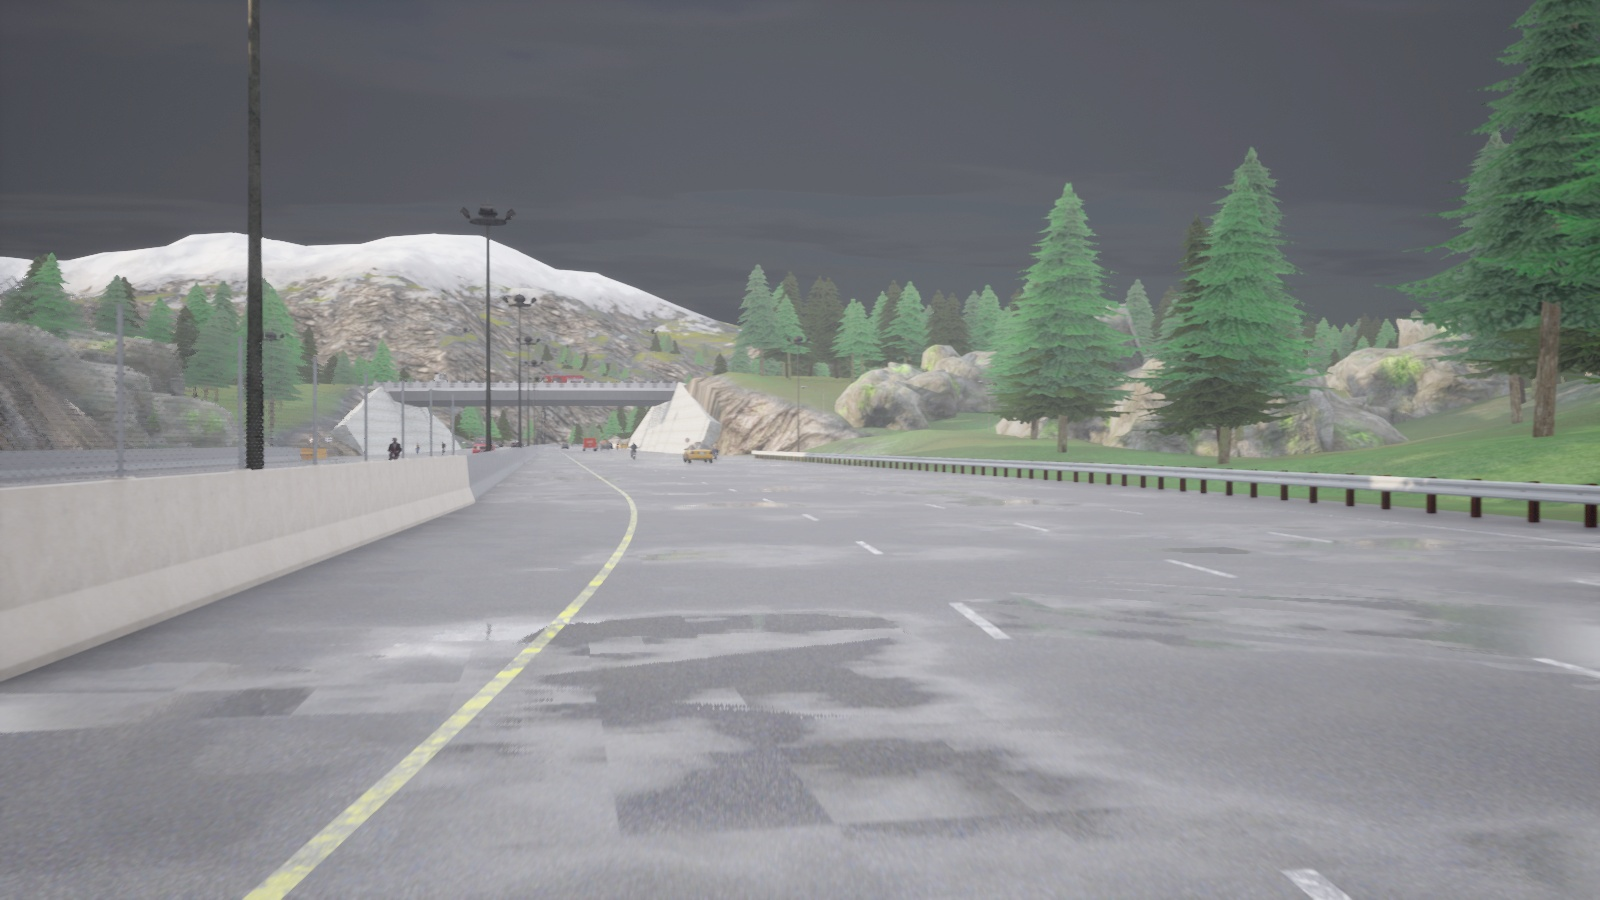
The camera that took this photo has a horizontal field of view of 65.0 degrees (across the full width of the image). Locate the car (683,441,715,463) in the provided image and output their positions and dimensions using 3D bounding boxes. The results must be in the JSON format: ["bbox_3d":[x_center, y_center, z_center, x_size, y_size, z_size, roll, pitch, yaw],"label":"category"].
[{"bbox_3d":[-7.536,0.155,93.411,1.801,1.575,5.366,0,0,-11],"label":"car"}]
